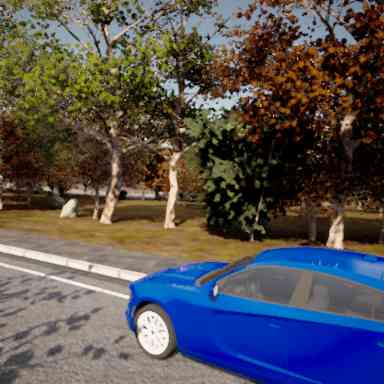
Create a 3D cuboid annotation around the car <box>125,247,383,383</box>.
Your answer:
[{"bbox_3d":[1.324,1.459,4.220,5.008,1.535,1.882,1,1,35],"label":"car"}]
